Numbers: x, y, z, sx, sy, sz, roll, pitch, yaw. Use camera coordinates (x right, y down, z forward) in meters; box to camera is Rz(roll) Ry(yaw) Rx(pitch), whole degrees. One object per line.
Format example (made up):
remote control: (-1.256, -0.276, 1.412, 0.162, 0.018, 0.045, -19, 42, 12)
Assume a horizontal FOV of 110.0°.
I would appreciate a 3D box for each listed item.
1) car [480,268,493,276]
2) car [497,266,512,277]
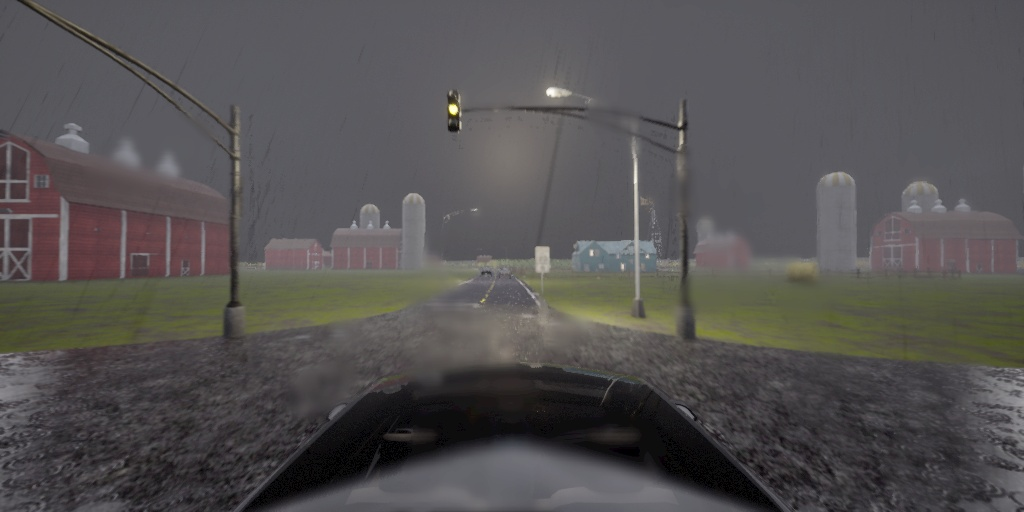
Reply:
car: (-4.036, 2.526, 56.830, 1.895, 1.301, 4.718, 0, -1, -3)
car: (-1.056, 2.297, 51.980, 2.128, 1.511, 4.902, 0, -1, -3)
